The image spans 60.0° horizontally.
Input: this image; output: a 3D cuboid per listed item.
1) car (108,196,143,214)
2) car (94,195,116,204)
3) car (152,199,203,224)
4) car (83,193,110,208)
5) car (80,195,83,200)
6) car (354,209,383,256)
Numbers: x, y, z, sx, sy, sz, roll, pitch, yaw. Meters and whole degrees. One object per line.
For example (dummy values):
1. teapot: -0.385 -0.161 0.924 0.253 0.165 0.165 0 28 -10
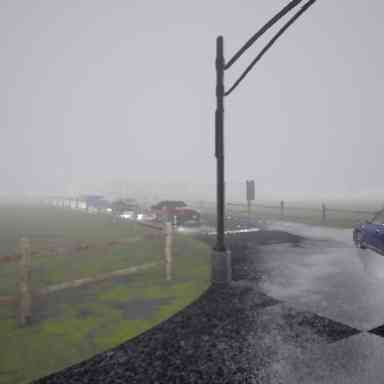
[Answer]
1. car: -6.205 1.272 31.723 1.994 1.385 4.181 0 0 -30
2. car: -13.325 1.135 50.696 1.895 1.301 4.718 0 0 -31
3. car: -1.132 1.280 23.269 1.882 1.535 5.008 0 0 -31
4. car: -11.439 1.090 40.411 1.882 1.535 5.008 0 0 -31
5. car: -18.595 0.950 59.264 1.837 1.490 4.892 0 0 -31
6. car: 7.075 1.304 11.086 2.097 1.767 4.553 0 0 10
